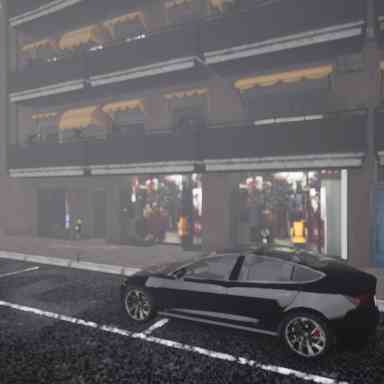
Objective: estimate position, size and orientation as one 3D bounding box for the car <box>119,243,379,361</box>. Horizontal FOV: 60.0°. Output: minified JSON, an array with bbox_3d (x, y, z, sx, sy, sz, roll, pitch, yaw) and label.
[{"bbox_3d":[0.769,1.564,5.707,4.313,1.339,1.947,0,0,27],"label":"car"}]
